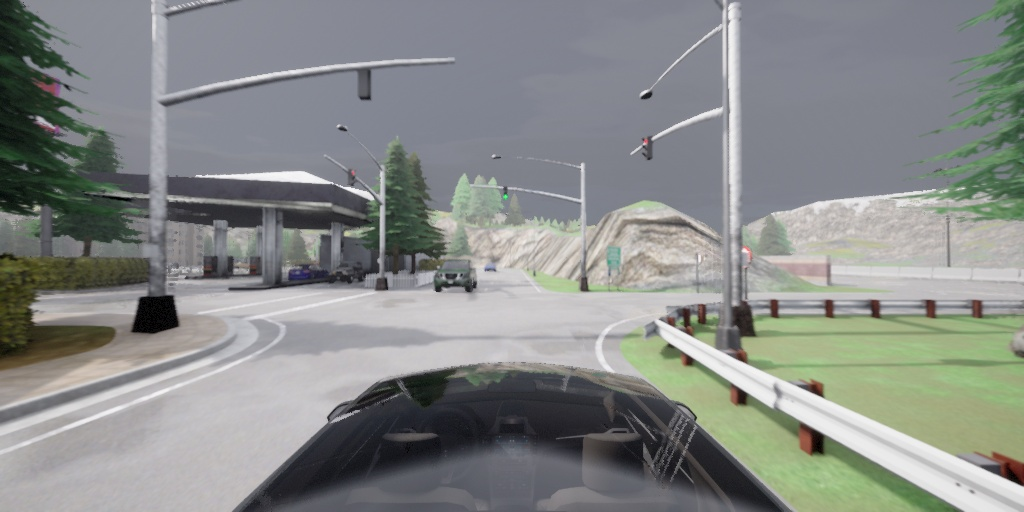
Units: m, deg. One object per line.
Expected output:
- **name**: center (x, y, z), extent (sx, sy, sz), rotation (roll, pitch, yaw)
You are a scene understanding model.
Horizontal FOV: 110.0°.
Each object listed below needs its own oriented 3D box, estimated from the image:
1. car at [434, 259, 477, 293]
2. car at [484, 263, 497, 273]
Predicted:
- **car**: center (-3.499, 1.209, 23.226), extent (2.150, 2.045, 5.566), rotation (0, -1, 0)
- **car**: center (-3.504, 1.901, 58.545), extent (1.882, 1.535, 5.008), rotation (0, -1, 0)
